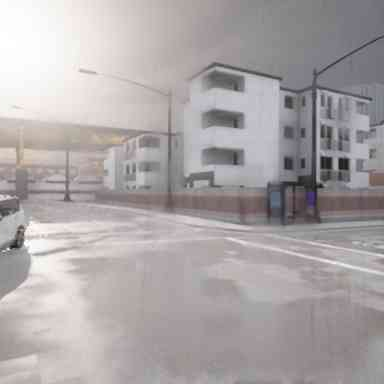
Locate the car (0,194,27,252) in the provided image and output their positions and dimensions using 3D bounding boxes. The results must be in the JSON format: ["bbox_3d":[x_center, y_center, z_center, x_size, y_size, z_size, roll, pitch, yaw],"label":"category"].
[{"bbox_3d":[-7.109,1.167,10.671,2.150,2.045,5.566,3,2,-10],"label":"car"}]
